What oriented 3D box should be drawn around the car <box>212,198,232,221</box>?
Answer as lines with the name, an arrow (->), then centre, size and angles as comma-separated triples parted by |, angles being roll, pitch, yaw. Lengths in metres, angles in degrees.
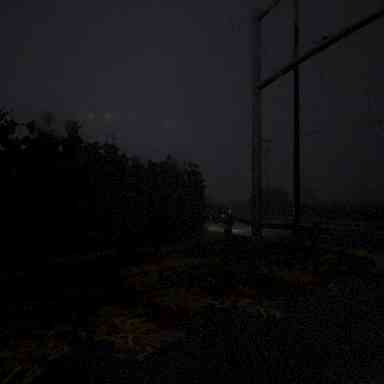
car -> 0.457, 1.194, 24.014 | 2.150, 2.045, 5.566 | 0, 0, -36
